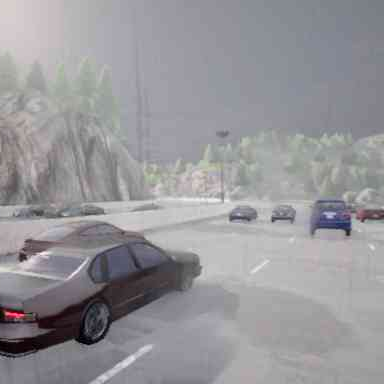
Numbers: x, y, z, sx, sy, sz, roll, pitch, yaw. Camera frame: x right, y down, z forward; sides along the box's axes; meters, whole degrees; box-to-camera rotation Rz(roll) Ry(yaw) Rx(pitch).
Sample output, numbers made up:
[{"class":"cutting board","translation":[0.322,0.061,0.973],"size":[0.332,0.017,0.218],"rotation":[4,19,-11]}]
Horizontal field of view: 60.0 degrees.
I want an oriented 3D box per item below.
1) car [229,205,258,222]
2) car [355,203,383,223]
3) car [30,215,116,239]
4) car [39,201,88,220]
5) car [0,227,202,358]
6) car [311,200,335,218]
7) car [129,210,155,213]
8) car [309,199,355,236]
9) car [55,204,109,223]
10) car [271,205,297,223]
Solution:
[{"class":"car","translation":[4.685,1.901,30.116],"size":[1.994,1.385,4.181],"rotation":[0,-1,20]},{"class":"car","translation":[15.134,1.748,28.248],"size":[1.882,1.535,5.008],"rotation":[0,-1,19]},{"class":"car","translation":[-3.387,1.673,11.150],"size":[1.812,1.442,4.674],"rotation":[-1,-1,26]},{"class":"car","translation":[-12.870,1.805,33.642],"size":[2.097,1.767,4.553],"rotation":[-1,-1,20]},{"class":"car","translation":[-1.655,1.634,6.635],"size":[2.033,1.411,5.357],"rotation":[-1,-1,26]},{"class":"car","translation":[13.783,1.711,35.272],"size":[2.097,1.767,4.553],"rotation":[0,-1,18]},{"class":"car","translation":[-4.698,1.988,35.512],"size":[2.033,1.411,5.357],"rotation":[0,-1,19]},{"class":"car","translation":[8.403,1.429,20.293],"size":[2.150,2.045,5.566],"rotation":[-1,0,22]},{"class":"car","translation":[-10.111,1.903,31.069],"size":[2.128,1.511,4.902],"rotation":[0,-1,21]},{"class":"car","translation":[7.950,1.854,28.750],"size":[2.033,1.411,5.357],"rotation":[0,-1,20]}]
